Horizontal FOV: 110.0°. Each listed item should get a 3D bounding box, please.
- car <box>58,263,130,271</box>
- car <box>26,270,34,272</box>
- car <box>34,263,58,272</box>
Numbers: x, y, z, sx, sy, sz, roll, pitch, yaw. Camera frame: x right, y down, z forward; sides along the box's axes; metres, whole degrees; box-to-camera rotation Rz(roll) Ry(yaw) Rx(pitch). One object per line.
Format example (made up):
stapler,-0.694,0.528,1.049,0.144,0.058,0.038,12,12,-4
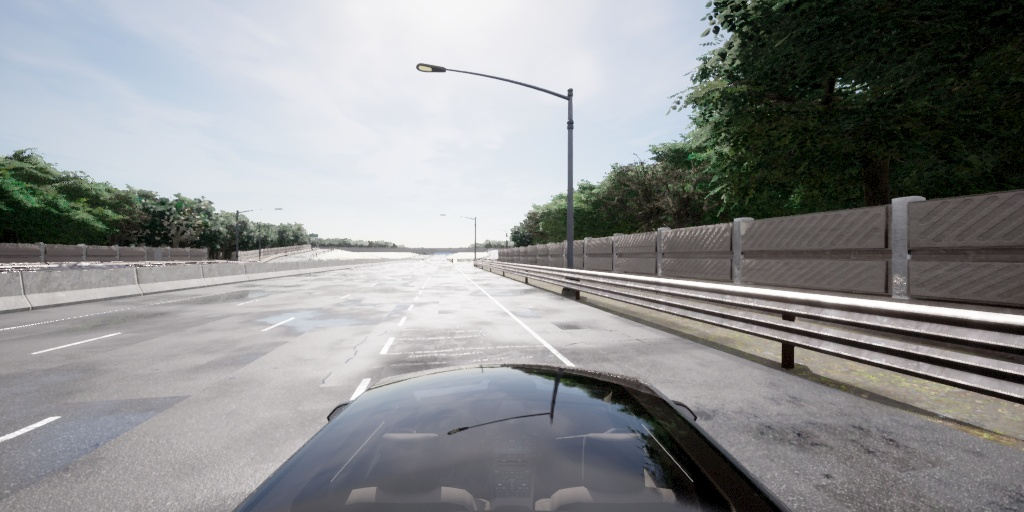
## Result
car,-29.559,1.325,26.163,1.994,1.385,4.181,0,0,-11
car,-23.786,1.243,14.698,2.128,1.511,4.902,0,0,-11
car,-33.251,1.254,26.831,2.128,1.511,4.902,0,0,-11
